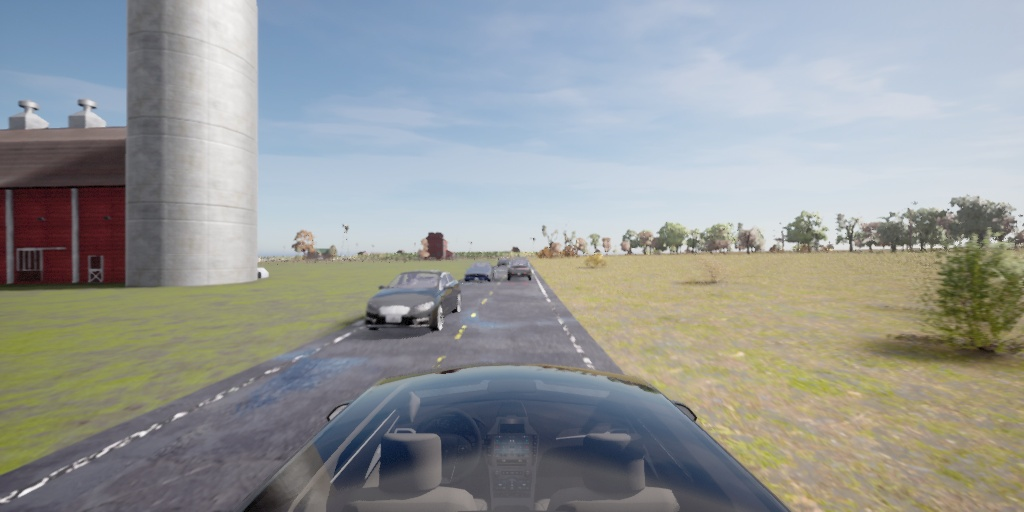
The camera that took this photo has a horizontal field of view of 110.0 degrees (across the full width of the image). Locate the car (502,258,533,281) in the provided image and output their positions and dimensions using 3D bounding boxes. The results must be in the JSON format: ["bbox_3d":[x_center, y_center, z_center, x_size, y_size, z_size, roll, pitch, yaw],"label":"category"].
[{"bbox_3d":[0.606,1.089,28.170,2.128,1.511,4.902,0,0,2],"label":"car"}]

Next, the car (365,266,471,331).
[{"bbox_3d":[-2.716,1.188,10.825,2.128,1.511,4.902,0,0,1],"label":"car"}]

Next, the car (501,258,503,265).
[{"bbox_3d":[-1.264,0.996,57.642,1.994,1.385,4.181,0,0,2],"label":"car"}]

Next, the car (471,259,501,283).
[{"bbox_3d":[-2.256,1.150,26.481,2.033,1.411,5.357,0,0,2],"label":"car"}]
